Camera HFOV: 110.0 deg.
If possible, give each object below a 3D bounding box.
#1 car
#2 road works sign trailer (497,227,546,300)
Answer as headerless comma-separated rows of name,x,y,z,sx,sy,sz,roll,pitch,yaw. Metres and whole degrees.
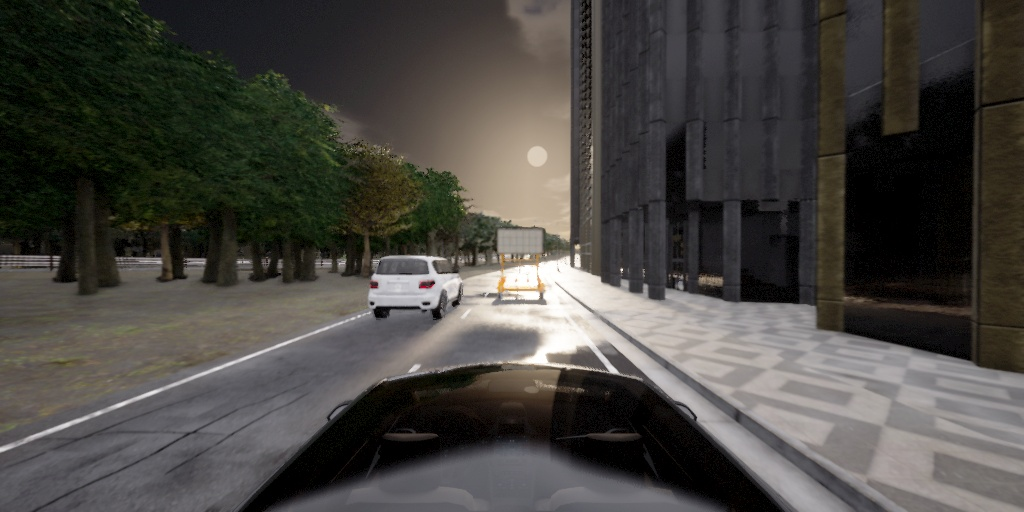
car,-3.234,1.016,13.061,2.150,2.045,5.566,0,0,1
road works sign trailer,0.400,0.317,18.314,2.380,3.560,2.880,0,0,-3
